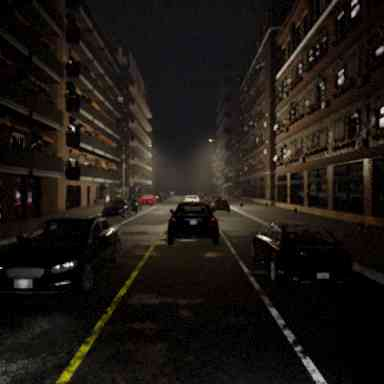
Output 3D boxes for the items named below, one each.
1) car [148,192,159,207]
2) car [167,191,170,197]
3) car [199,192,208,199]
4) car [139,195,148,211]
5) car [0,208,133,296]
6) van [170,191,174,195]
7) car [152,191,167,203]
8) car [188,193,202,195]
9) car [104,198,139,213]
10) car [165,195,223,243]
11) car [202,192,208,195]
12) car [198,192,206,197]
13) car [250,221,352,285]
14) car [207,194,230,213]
[{"bbox_3d":[-5.746,1.100,42.787,1.887,1.381,4.507,0,1,0],"label":"car"},{"bbox_3d":[-5.775,0.849,65.160,1.752,1.417,4.829,0,1,0],"label":"car"},{"bbox_3d":[2.589,0.729,76.780,1.752,1.417,4.829,0,1,0],"label":"car"},{"bbox_3d":[-5.732,1.223,31.515,2.008,1.369,4.403,0,1,0],"label":"car"},{"bbox_3d":[-3.114,1.401,8.582,2.128,1.511,4.902,0,1,0],"label":"car"},{"bbox_3d":[-5.790,0.546,76.601,1.690,1.788,3.998,0,1,0],"label":"van"},{"bbox_3d":[-5.760,0.754,54.057,2.192,1.841,5.009,0,1,0],"label":"car"},{"bbox_3d":[0.041,1.140,44.360,1.895,1.301,4.718,0,1,0],"label":"car"},{"bbox_3d":[-5.724,1.282,25.879,2.008,1.369,4.403,0,1,0],"label":"car"},{"bbox_3d":[0.029,1.194,15.194,2.097,1.767,4.553,0,1,-1],"label":"car"},{"bbox_3d":[2.627,1.079,48.430,1.802,1.307,4.206,0,1,0],"label":"car"},{"bbox_3d":[2.575,0.654,87.881,1.947,1.339,4.313,0,1,0],"label":"car"},{"bbox_3d":[2.679,1.457,8.978,2.008,1.369,4.403,0,1,0],"label":"car"},{"bbox_3d":[2.650,1.196,31.692,1.752,1.417,4.829,0,1,0],"label":"car"}]
